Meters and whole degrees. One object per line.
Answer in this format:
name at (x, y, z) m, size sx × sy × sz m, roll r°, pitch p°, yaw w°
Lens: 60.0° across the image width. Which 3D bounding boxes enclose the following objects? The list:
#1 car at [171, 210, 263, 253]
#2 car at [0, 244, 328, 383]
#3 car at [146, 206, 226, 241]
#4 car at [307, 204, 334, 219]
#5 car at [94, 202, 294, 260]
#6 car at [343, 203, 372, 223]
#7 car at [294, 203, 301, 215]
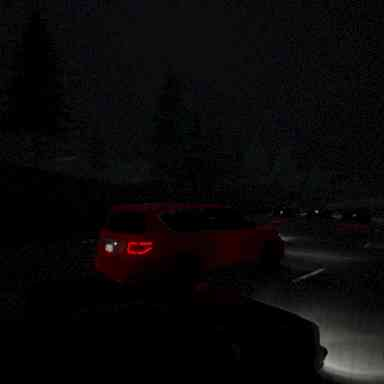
car at (1.306, 1.652, 15.194) m, size 1.812 × 1.442 × 4.674 m, roll 0°, pitch 0°, yaw 40°
car at (-0.986, 1.574, 2.976) m, size 5.357 × 1.411 × 2.033 m, roll 0°, pitch -1°, yaw -38°
car at (-0.172, 1.635, 18.926) m, size 1.882 × 1.535 × 5.008 m, roll 0°, pitch 0°, yaw 37°
car at (12.650, 1.834, 32.662) m, size 1.994 × 1.385 × 4.181 m, roll 0°, pitch -1°, yaw 31°
car at (0.214, 1.296, 8.879) m, size 5.566 × 2.045 × 2.150 m, roll 0°, pitch 0°, yaw -43°
car at (14.047, 1.711, 28.199) m, size 1.882 × 1.535 × 5.008 m, roll 0°, pitch -1°, yaw 31°
car at (10.226, 1.797, 35.407) m, size 1.837 × 1.490 × 4.892 m, roll 0°, pitch -1°, yaw 31°
